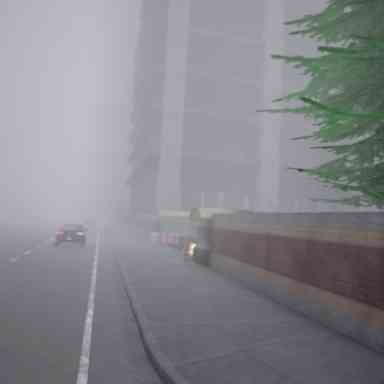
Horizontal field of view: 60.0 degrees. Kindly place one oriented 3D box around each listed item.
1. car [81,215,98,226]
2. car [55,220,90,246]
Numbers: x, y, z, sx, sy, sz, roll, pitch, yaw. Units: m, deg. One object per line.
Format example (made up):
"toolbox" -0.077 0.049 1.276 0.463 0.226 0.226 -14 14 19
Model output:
"car" -18.420 5.401 59.738 1.994 1.385 4.181 4 -5 -15
"car" -8.461 2.960 23.514 1.812 1.442 4.674 4 -5 -15
